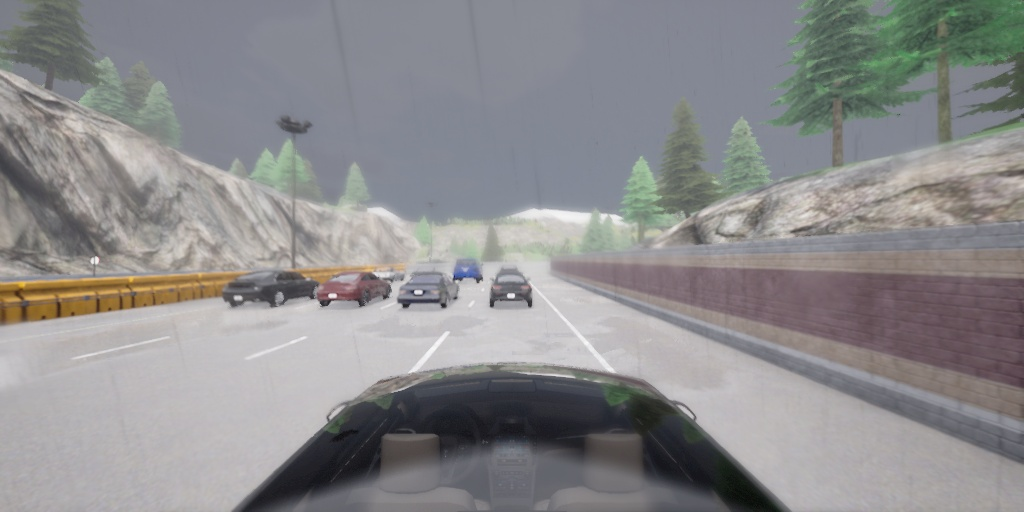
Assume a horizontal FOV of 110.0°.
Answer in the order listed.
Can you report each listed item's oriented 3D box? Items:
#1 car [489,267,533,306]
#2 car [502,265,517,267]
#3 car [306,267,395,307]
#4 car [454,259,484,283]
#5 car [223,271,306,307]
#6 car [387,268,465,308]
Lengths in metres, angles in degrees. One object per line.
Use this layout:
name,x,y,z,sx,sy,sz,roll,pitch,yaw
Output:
car,-0.054,1.414,16.424,1.812,1.442,4.674,0,0,0
car,-0.226,1.521,31.347,2.128,1.511,4.902,0,0,0
car,-7.053,1.414,16.356,1.812,1.442,4.674,0,0,0
car,-3.728,1.243,31.034,2.150,2.045,5.566,0,0,-1
car,-10.553,1.394,16.235,1.837,1.490,4.892,0,0,-1
car,-3.552,1.432,15.999,2.033,1.411,5.357,0,-1,-1
